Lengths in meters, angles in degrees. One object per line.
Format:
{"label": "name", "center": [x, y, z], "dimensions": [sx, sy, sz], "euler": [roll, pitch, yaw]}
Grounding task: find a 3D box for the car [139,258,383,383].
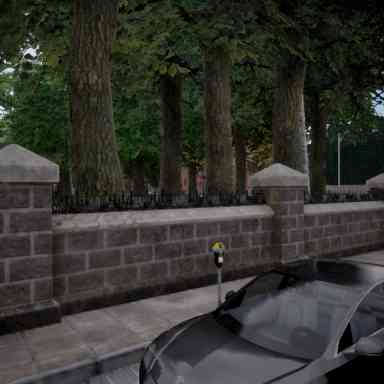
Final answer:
{"label": "car", "center": [1.505, 1.565, 3.894], "dimensions": [4.313, 1.339, 1.947], "euler": [0, -1, -36]}
